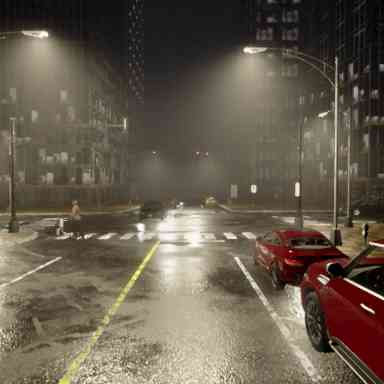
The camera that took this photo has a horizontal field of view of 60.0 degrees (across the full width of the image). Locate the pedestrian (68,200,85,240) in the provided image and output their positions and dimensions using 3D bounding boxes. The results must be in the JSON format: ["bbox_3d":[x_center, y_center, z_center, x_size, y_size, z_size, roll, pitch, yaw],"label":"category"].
[{"bbox_3d":[-5.305,1.284,15.257,0.375,1.860,0.375,-1,1,0],"label":"pedestrian"}]

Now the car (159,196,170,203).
[{"bbox_3d":[-5.662,1.497,69.620,1.947,1.339,4.313,-1,0,0],"label":"car"}]

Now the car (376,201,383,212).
[{"bbox_3d":[16.130,1.533,24.051,4.313,1.339,1.947,0,1,-5],"label":"car"}]

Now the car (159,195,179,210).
[{"bbox_3d":[-3.109,1.320,42.682,2.097,1.767,4.553,0,0,1],"label":"car"}]

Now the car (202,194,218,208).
[{"bbox_3d":[2.812,1.487,48.314,1.752,1.417,4.829,-1,0,0],"label":"car"}]

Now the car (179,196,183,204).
[{"bbox_3d":[-3.075,1.427,57.615,1.882,1.535,5.008,0,0,0],"label":"car"}]

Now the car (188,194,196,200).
[{"bbox_3d":[0.009,1.218,84.212,1.882,1.535,5.008,0,0,0],"label":"car"}]

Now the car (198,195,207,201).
[{"bbox_3d":[2.687,1.455,86.578,2.008,1.369,4.403,-1,0,0],"label":"car"}]

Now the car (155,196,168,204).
[{"bbox_3d":[-5.833,1.506,63.946,1.947,1.339,4.313,-1,0,0],"label":"car"}]

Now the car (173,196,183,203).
[{"bbox_3d":[-2.993,1.524,71.150,1.895,1.301,4.718,0,0,0],"label":"car"}]

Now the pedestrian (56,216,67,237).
[{"bbox_3d":[-6.499,1.662,16.566,0.500,1.100,0.500,-1,1,0],"label":"pedestrian"}]

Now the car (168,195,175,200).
[{"bbox_3d":[-5.659,1.476,92.315,1.802,1.307,4.206,-1,0,0],"label":"car"}]

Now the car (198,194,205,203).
[{"bbox_3d":[2.719,1.256,63.395,2.192,1.841,5.009,-1,0,0],"label":"car"}]

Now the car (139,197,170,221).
[{"bbox_3d":[-3.104,1.452,27.226,1.882,1.535,5.008,0,1,0],"label":"car"}]

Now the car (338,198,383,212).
[{"bbox_3d":[15.653,1.351,29.826,4.892,1.490,1.837,0,1,-5],"label":"car"}]

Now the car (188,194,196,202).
[{"bbox_3d":[0.008,1.511,74.239,1.895,1.301,4.718,0,0,0],"label":"car"}]

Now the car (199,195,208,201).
[{"bbox_3d":[2.687,1.479,80.905,1.947,1.339,4.313,-1,0,0],"label":"car"}]

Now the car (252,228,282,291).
[{"bbox_3d":[2.679,1.577,8.776,1.802,1.307,4.206,-1,0,0],"label":"car"}]

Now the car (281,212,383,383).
[{"bbox_3d":[2.672,1.313,3.151,2.192,1.841,5.009,-1,0,0],"label":"car"}]
